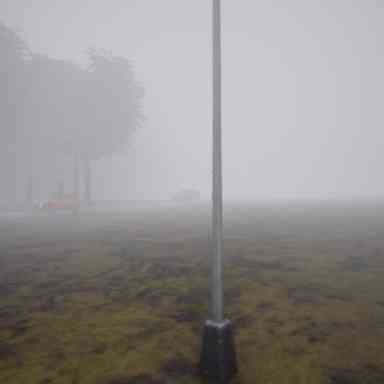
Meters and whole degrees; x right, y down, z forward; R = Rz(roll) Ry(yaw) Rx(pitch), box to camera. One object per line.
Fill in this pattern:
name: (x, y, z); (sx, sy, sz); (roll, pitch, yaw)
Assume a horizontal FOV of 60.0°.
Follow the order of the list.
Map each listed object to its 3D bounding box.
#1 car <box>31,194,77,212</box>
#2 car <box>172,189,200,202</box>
car: (-14.650, 1.087, 35.494); (2.097, 1.767, 4.553); (1, 1, 36)
car: (-0.886, 0.593, 54.612); (2.150, 2.045, 5.566); (1, 1, 36)
